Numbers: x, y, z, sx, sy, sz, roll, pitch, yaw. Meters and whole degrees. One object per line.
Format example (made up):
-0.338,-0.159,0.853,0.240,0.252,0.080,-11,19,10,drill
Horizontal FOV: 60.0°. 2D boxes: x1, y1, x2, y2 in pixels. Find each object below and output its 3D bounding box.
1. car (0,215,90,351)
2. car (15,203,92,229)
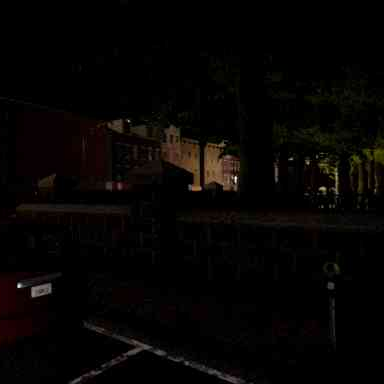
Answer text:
-3.830,1.318,5.564,5.009,1.841,2.192,0,-1,36,car
-9.369,1.582,22.910,1.812,1.442,4.674,-1,-1,35,car
